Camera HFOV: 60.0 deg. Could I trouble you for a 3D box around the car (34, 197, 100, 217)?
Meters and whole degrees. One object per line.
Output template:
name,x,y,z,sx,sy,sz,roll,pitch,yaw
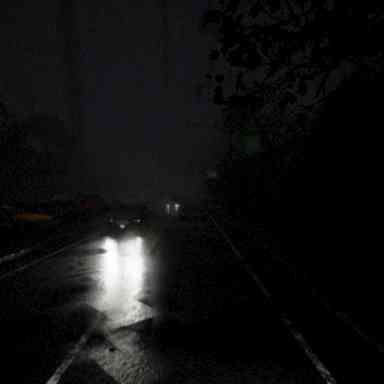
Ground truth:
car,-10.236,1.401,26.530,4.792,1.488,2.163,0,0,0

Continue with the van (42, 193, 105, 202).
van,-10.378,1.136,29.305,4.442,1.987,1.878,0,0,0

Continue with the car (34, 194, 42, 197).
car,-23.291,1.391,46.008,4.792,1.488,2.163,0,0,0

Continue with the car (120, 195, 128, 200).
car,-10.245,1.341,37.635,4.892,1.521,2.231,0,0,0

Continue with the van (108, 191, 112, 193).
van,-23.395,0.586,92.367,4.442,1.987,1.878,1,0,0

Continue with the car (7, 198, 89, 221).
car,-10.240,1.411,23.754,4.792,1.488,2.163,0,0,0

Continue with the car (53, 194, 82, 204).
car,-23.329,1.319,62.504,4.553,1.767,2.185,0,0,0

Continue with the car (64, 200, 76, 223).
car,-10.244,1.422,20.978,4.792,1.488,2.163,0,0,0

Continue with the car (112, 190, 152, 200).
car,-10.253,1.167,57.059,5.566,2.045,2.435,0,0,0

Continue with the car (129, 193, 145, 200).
car,-10.050,1.373,48.729,5.366,1.575,1.946,0,0,0

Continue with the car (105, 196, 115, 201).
car,-10.287,1.381,32.083,4.792,1.488,2.163,0,0,0

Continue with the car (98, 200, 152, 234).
car,-3.358,1.392,18.476,2.128,1.511,4.902,0,0,0

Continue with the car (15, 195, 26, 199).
car,-23.356,1.370,40.343,4.792,1.488,2.163,0,0,0

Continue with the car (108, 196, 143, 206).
car,-10.238,1.391,51.505,4.892,1.521,2.231,0,0,0

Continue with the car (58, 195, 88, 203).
car,-23.289,1.458,65.274,5.008,1.535,2.097,0,0,0

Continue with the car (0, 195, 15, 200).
car,-23.359,1.368,37.704,4.792,1.488,2.163,0,0,0

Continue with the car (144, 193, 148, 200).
car,-10.414,1.401,54.281,5.366,1.575,1.946,0,0,0

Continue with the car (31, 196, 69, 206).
car,-23.123,1.400,54.317,5.366,1.575,1.946,0,0,0

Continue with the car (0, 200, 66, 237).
car,-10.091,1.399,18.201,5.366,1.575,1.946,0,0,0

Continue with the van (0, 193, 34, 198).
van,-23.440,1.123,43.115,4.442,1.987,1.878,0,0,0

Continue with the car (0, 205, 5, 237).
car,-10.278,1.423,12.649,4.892,1.521,2.231,0,0,0

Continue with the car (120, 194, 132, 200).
car,-10.432,1.339,40.403,5.366,1.575,1.946,0,0,0

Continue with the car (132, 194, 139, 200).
car,-10.058,1.347,43.055,5.366,1.575,1.946,0,0,0

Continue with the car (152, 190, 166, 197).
car,-10.412,0.842,92.423,4.792,1.488,2.163,0,0,0

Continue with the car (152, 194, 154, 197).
car,-10.188,1.476,62.609,4.792,1.488,2.163,0,0,0

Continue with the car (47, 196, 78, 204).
car,-23.271,1.461,59.857,4.792,1.488,2.163,0,0,0

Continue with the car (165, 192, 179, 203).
car,-3.401,1.156,60.239,1.837,1.490,4.892,0,0,0

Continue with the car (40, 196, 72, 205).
car,-23.302,1.457,57.087,4.674,1.452,2.002,0,0,0

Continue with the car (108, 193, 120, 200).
car,-10.286,1.219,34.856,4.553,1.767,2.185,0,0,0
